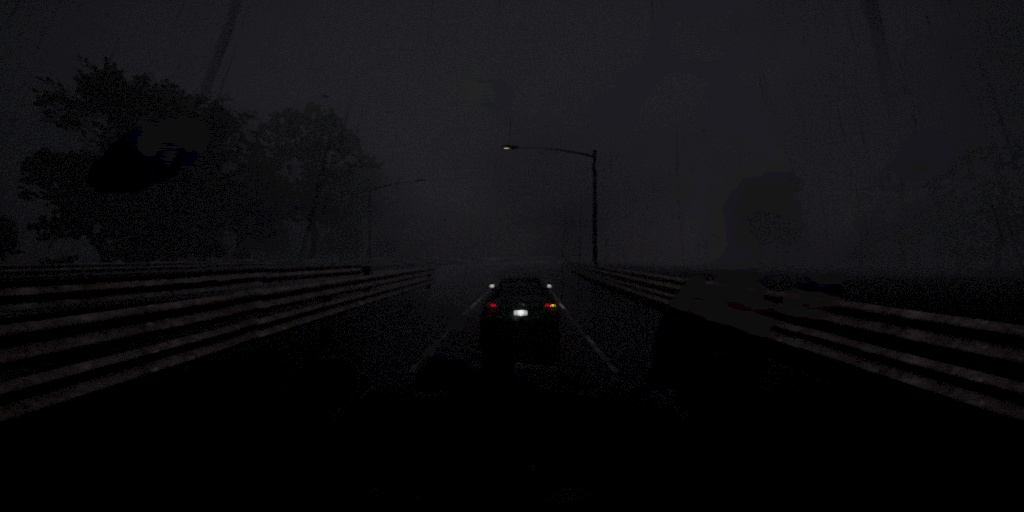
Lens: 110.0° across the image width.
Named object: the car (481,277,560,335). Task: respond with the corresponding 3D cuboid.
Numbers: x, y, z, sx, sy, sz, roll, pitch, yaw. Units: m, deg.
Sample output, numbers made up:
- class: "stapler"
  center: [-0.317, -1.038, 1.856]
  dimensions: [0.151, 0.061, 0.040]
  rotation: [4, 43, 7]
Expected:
- class: "car"
  center: [0.249, 1.291, 10.404]
  dimensions: [1.994, 1.385, 4.181]
  rotation: [0, 0, 1]
